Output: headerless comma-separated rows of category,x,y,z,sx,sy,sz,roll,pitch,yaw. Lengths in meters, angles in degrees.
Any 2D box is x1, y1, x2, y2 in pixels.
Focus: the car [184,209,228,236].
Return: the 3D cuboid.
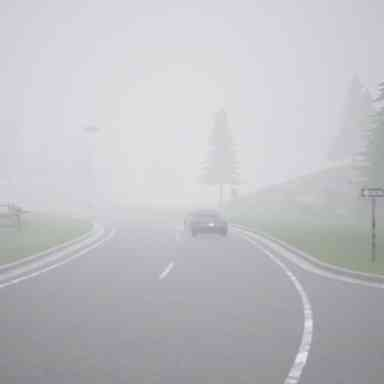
car,0.731,1.670,19.174,1.994,1.385,4.181,1,0,-8
